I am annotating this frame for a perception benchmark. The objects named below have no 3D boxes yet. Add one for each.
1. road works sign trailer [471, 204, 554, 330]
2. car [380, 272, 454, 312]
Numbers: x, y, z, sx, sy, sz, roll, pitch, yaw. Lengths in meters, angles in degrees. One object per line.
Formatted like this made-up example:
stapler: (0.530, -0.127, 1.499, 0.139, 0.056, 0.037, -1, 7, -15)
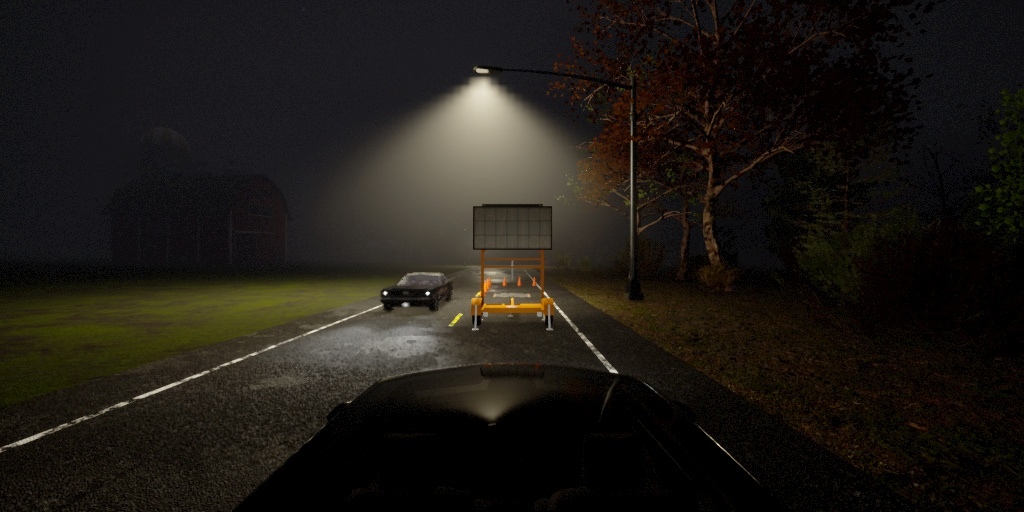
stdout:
road works sign trailer: (0.012, 0.212, 11.053, 2.380, 3.560, 2.880, 0, 0, 0)
car: (-3.601, 1.347, 14.367, 1.895, 1.301, 4.718, 0, 0, 0)
